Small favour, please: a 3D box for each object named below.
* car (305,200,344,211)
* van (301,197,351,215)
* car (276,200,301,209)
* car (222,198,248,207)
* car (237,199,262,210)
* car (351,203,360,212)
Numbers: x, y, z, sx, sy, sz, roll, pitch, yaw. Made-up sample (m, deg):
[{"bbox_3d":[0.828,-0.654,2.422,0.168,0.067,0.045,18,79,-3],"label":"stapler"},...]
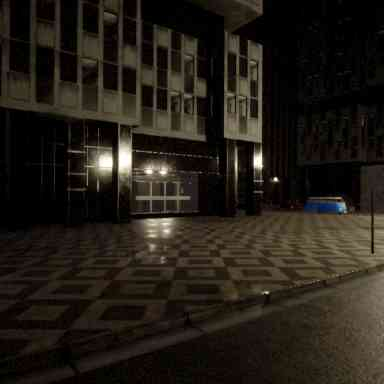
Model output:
[{"bbox_3d":[17.378,1.749,43.720,2.008,1.369,4.403,0,0,-36],"label":"car"},{"bbox_3d":[13.734,1.425,34.161,1.690,1.788,3.998,0,0,-36],"label":"van"},{"bbox_3d":[14.093,1.819,48.315,1.802,1.307,4.206,0,0,-36],"label":"car"},{"bbox_3d":[7.422,1.840,57.643,1.752,1.417,4.829,0,0,-36],"label":"car"},{"bbox_3d":[7.163,1.707,43.350,1.887,1.381,4.507,0,0,-36],"label":"car"},{"bbox_3d":[20.664,1.725,39.125,1.947,1.339,4.313,0,0,-36],"label":"car"}]
